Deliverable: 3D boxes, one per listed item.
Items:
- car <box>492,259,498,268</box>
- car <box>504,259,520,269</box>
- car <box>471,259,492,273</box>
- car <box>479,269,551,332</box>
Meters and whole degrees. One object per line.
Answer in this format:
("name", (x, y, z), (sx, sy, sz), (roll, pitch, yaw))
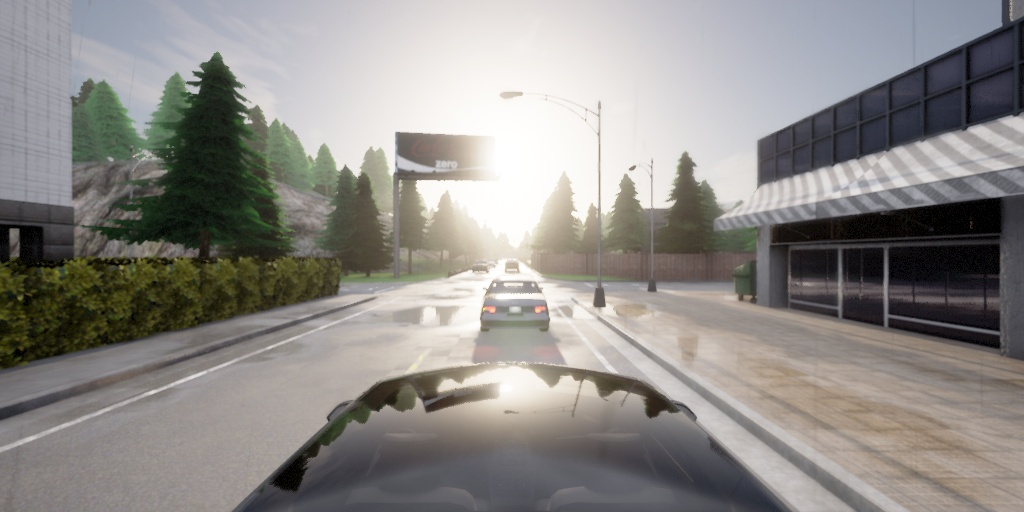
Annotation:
("car", (-3.684, 1.231, 58.300), (1.812, 1.442, 4.674), (0, 0, 0))
("car", (0.004, 1.190, 48.598), (1.882, 1.535, 5.008), (0, 0, 0))
("car", (-3.676, 1.222, 42.367), (1.837, 1.490, 4.892), (0, 0, 0))
("car", (0.044, 1.290, 10.848), (2.033, 1.411, 5.357), (0, 0, -1))
